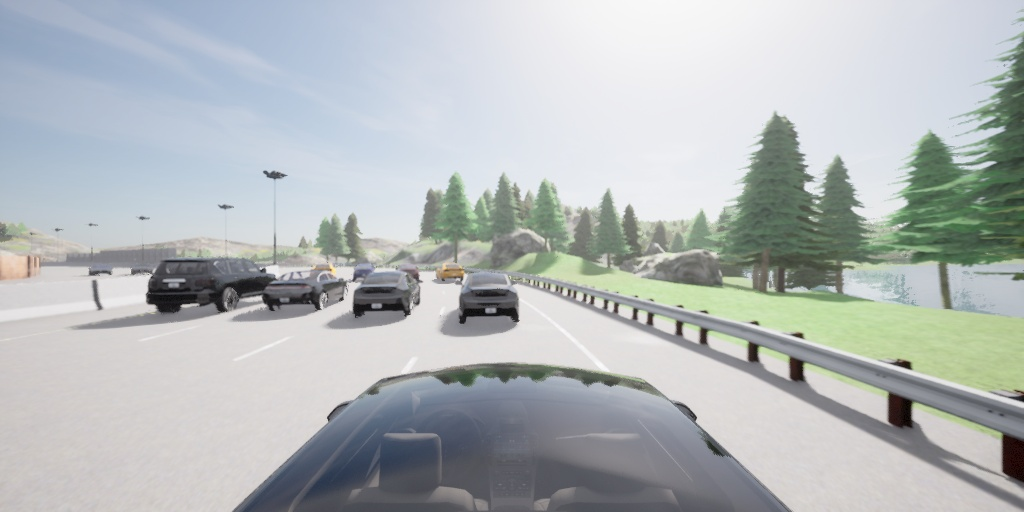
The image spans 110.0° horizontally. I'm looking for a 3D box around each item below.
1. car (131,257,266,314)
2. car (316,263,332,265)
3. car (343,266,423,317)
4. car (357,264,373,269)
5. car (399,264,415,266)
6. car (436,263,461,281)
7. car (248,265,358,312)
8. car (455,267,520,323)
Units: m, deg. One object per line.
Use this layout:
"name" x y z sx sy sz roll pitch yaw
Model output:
"car" -11.721 1.075 14.594 2.150 2.045 5.566 0 0 -10
"car" -17.502 1.421 33.366 1.882 1.535 5.008 0 0 -24
"car" -4.564 1.317 13.573 1.837 1.490 4.892 0 0 -8
"car" -13.256 1.443 32.285 1.812 1.442 4.674 0 0 -21
"car" -9.276 1.420 31.691 1.812 1.442 4.674 0 0 -21
"car" -5.507 1.352 31.515 1.882 1.535 5.008 0 0 -20
"car" -8.301 1.328 14.870 2.128 1.511 4.902 0 0 -9
"car" -0.878 1.294 12.467 1.837 1.490 4.892 0 0 -7
